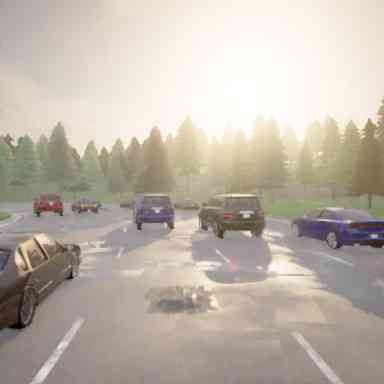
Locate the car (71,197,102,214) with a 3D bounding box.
[{"bbox_3d":[-10.929,1.486,33.590,1.895,1.301,4.718,-1,0,-31],"label":"car"}]

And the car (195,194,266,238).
[{"bbox_3d":[1.885,1.107,17.102,2.150,2.045,5.566,0,0,-11],"label":"car"}]

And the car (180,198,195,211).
[{"bbox_3d":[-0.938,1.352,37.333,1.994,1.385,4.181,0,0,-28],"label":"car"}]

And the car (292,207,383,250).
[{"bbox_3d":[5.912,1.352,13.844,1.882,1.535,5.008,0,0,-8],"label":"car"}]

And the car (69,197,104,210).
[{"bbox_3d":[-13.570,1.399,42.674,2.033,1.411,5.357,-1,0,-45],"label":"car"}]

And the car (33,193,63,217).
[{"bbox_3d":[-13.606,1.139,31.360,2.150,2.045,5.566,0,0,-30],"label":"car"}]

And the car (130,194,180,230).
[{"bbox_3d":[-2.485,1.120,20.775,2.150,2.045,5.566,0,0,-13],"label":"car"}]

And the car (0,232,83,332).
[{"bbox_3d":[-3.712,1.535,6.722,2.033,1.411,5.357,0,0,-5],"label":"car"}]

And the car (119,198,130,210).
[{"bbox_3d":[-7.264,1.383,40.243,1.994,1.385,4.181,-1,0,-36],"label":"car"}]
